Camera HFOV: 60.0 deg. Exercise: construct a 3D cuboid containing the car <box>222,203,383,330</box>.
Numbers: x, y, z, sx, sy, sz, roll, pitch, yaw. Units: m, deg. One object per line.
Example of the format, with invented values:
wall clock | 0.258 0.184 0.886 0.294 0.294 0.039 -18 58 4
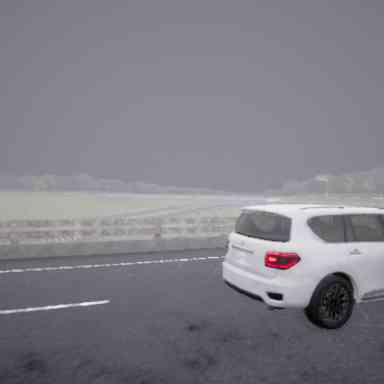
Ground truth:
car | 3.334 1.287 7.083 5.566 2.045 2.150 1 0 -24
